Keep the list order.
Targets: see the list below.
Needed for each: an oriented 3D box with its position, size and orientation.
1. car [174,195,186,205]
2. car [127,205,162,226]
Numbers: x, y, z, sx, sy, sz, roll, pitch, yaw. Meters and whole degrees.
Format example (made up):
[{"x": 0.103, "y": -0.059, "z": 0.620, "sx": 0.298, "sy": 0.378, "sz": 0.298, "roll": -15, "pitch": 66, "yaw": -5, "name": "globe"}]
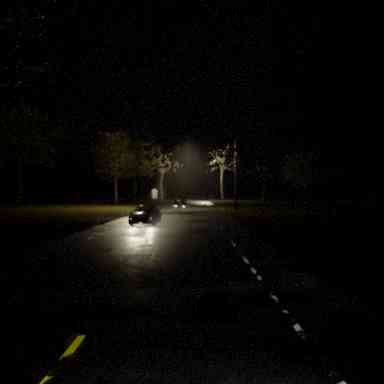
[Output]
[{"x": -2.372, "y": 1.518, "z": 65.638, "sx": 2.150, "sy": 2.045, "sz": 5.566, "roll": 0, "pitch": 0, "yaw": 1, "name": "car"}, {"x": -3.336, "y": 1.666, "z": 24.504, "sx": 2.033, "sy": 1.411, "sz": 5.357, "roll": 0, "pitch": 0, "yaw": 1, "name": "car"}]
